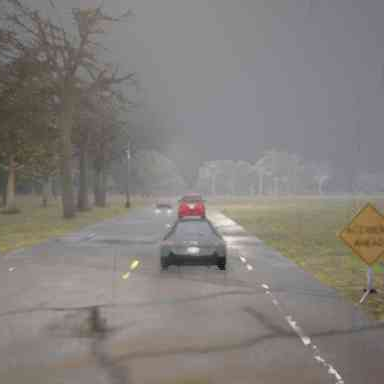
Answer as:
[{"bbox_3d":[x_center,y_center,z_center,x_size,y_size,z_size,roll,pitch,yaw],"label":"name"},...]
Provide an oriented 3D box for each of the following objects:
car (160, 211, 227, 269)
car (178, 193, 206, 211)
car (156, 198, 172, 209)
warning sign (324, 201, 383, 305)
[{"bbox_3d":[0.041,1.573,11.190,1.994,1.385,4.181,0,0,0],"label":"car"},{"bbox_3d":[-0.011,1.242,27.655,2.150,2.045,5.566,0,0,0],"label":"car"},{"bbox_3d":[-3.745,1.515,45.074,1.882,1.535,5.008,0,0,0],"label":"car"},{"bbox_3d":[3.514,1.119,6.606,1.300,1.860,1.060,-1,-1,0],"label":"warning sign"}]
